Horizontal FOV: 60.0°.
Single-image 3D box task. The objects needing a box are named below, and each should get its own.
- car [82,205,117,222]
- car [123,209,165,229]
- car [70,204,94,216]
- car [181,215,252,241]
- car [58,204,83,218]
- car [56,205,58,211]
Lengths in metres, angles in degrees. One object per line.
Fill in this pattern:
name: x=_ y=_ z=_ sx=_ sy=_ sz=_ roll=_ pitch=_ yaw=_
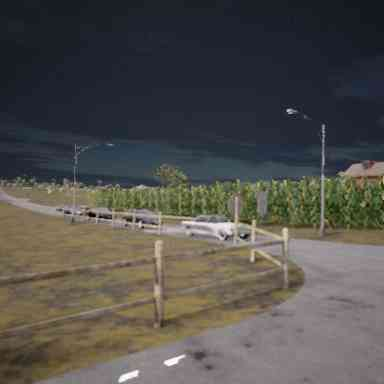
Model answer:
car: x=-9.537 y=2.320 z=34.953 sx=1.882 sy=1.535 sz=5.008 roll=3 pitch=-3 yaw=-35
car: x=-4.043 y=2.156 z=27.229 sx=1.837 sy=1.490 sz=4.892 roll=3 pitch=-3 yaw=-35
car: x=-16.567 y=2.671 z=49.898 sx=1.882 sy=1.535 sz=5.008 roll=3 pitch=-2 yaw=-35
car: x=1.409 y=2.055 z=19.632 sx=1.895 sy=1.301 sz=4.718 roll=4 pitch=-3 yaw=-37
car: x=-15.255 y=2.491 z=43.038 sx=2.128 sy=1.511 sz=4.902 roll=3 pitch=-3 yaw=-35
car: x=-22.522 y=2.761 z=58.268 sx=1.994 sy=1.385 sz=4.181 roll=3 pitch=-2 yaw=-35
